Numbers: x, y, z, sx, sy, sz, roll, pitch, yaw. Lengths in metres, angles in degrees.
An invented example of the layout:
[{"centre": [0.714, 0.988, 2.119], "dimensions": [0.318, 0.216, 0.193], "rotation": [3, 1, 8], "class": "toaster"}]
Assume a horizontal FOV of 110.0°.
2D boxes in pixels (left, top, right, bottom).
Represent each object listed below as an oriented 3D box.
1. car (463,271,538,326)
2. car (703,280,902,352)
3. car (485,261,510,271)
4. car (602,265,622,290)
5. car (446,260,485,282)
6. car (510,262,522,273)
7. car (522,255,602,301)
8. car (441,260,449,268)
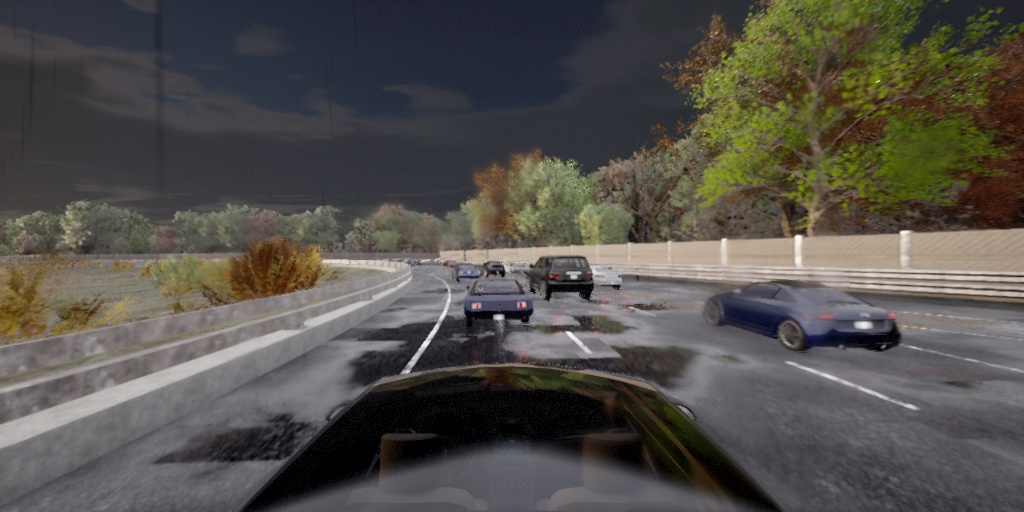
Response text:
[{"centre": [-0.558, 1.353, 11.757], "dimensions": [1.895, 1.301, 4.718], "rotation": [0, 0, -6], "class": "car"}, {"centre": [6.637, 1.287, 8.839], "dimensions": [1.994, 1.385, 4.181], "rotation": [0, 0, -2], "class": "car"}, {"centre": [-2.038, 1.272, 35.422], "dimensions": [1.837, 1.490, 4.892], "rotation": [0, 0, -17], "class": "car"}, {"centre": [4.956, 1.259, 21.799], "dimensions": [1.812, 1.442, 4.674], "rotation": [0, 0, -13], "class": "car"}, {"centre": [-3.945, 1.322, 29.807], "dimensions": [2.033, 1.411, 5.357], "rotation": [0, 0, -16], "class": "car"}, {"centre": [0.237, 1.359, 39.482], "dimensions": [1.895, 1.301, 4.718], "rotation": [0, 0, -20], "class": "car"}, {"centre": [2.202, 0.966, 17.718], "dimensions": [2.150, 2.045, 5.566], "rotation": [0, 0, -9], "class": "car"}, {"centre": [-10.545, 1.375, 61.295], "dimensions": [1.994, 1.385, 4.181], "rotation": [0, 0, -33], "class": "car"}]
